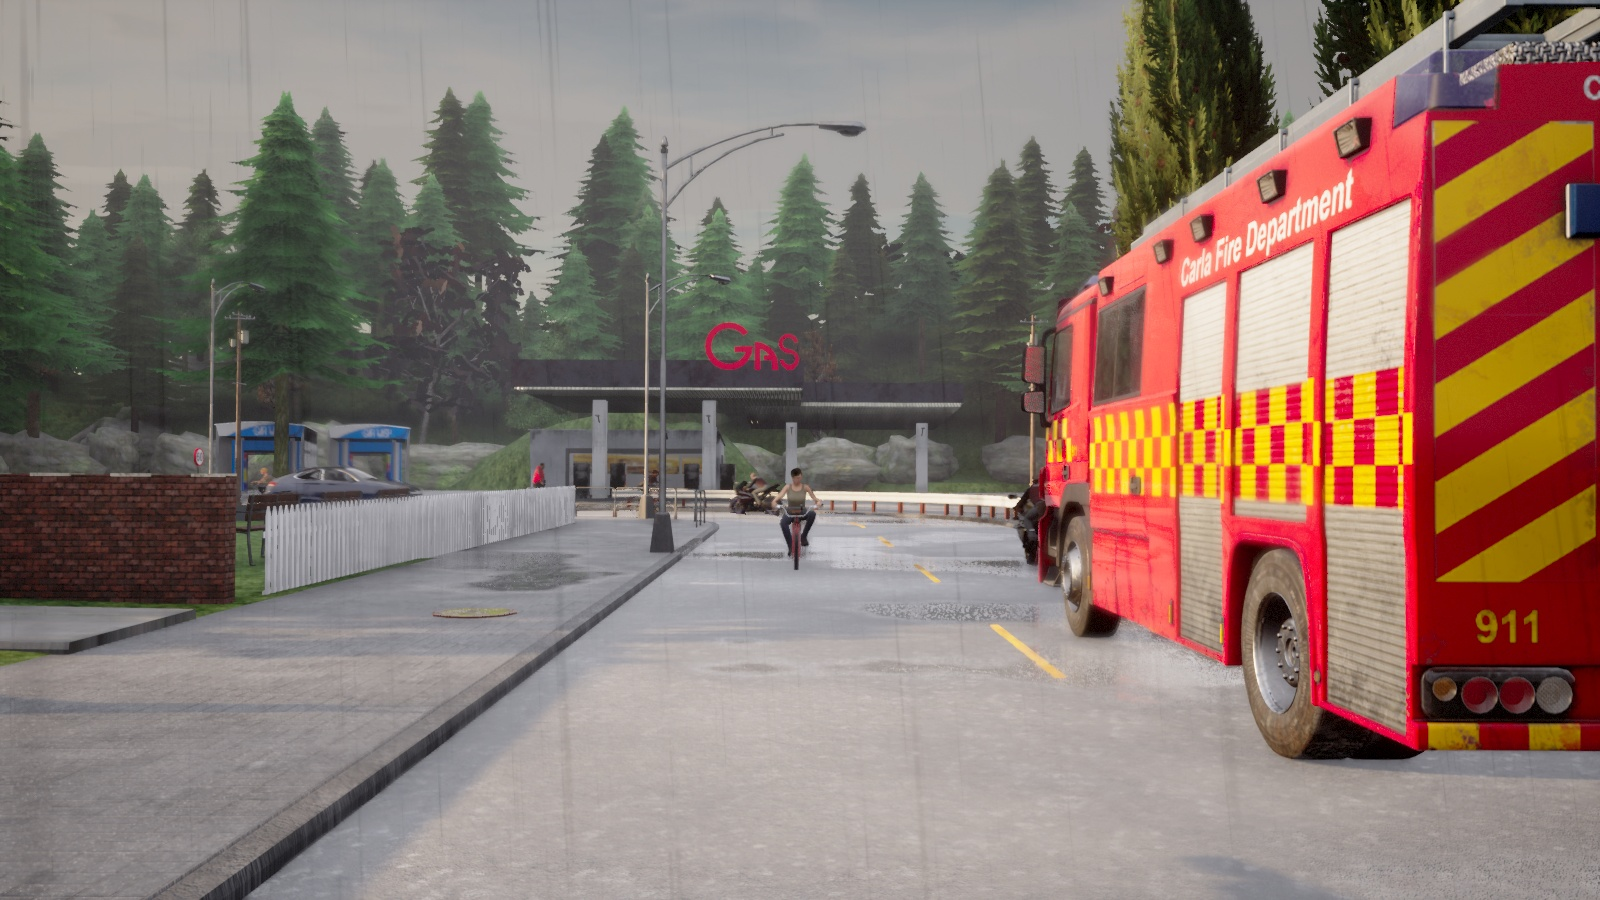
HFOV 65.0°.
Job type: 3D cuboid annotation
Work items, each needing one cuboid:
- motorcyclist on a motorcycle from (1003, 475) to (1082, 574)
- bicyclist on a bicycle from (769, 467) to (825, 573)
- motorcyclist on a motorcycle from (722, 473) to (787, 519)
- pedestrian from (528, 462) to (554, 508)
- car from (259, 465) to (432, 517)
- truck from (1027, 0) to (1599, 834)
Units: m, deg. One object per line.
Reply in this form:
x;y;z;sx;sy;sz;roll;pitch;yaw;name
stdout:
3.951;1.180;20.664;0.866;1.530;2.191;0;-1;0;motorcyclist on a motorcycle
-0.044;1.086;19.993;0.866;1.612;1.509;0;-1;0;bicyclist on a bicycle
-1.589;1.595;44.005;2.191;1.530;0.866;-1;0;37;motorcyclist on a motorcycle
-10.510;1.420;50.938;0.899;1.844;0.634;0;-1;7;pedestrian
-15.135;1.358;42.055;5.027;1.651;2.152;0;-1;0;car
3.972;-0.205;9.636;2.891;3.827;8.468;0;-1;0;truck
